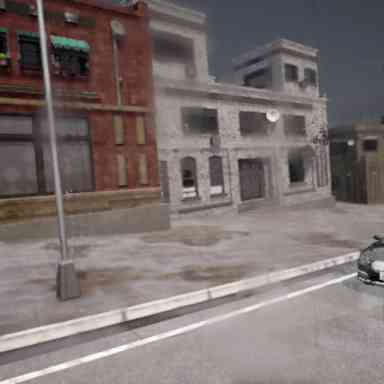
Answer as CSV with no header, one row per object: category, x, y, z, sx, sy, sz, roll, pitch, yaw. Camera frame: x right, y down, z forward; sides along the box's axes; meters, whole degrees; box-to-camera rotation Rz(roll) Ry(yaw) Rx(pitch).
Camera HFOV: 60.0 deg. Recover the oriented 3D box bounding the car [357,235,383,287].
car,6.019,1.504,8.437,4.902,1.511,2.128,0,0,-38
